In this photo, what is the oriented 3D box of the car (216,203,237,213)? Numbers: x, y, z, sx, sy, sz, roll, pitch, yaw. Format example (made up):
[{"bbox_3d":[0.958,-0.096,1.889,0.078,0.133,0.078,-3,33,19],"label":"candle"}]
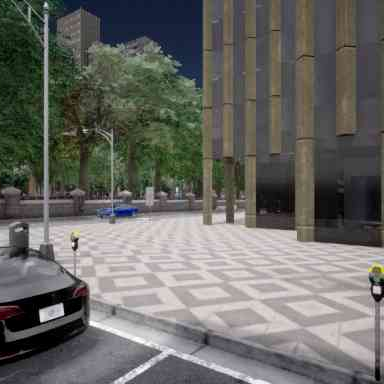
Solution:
[{"bbox_3d":[5.575,2.532,53.462,1.812,1.442,4.674,0,-2,35],"label":"car"}]

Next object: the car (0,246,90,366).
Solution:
[{"bbox_3d":[-3.471,1.566,5.423,4.313,1.339,1.947,0,0,35],"label":"car"}]

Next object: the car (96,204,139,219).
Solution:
[{"bbox_3d":[-7.695,1.998,34.672,1.882,1.535,5.008,0,-1,35],"label":"car"}]
